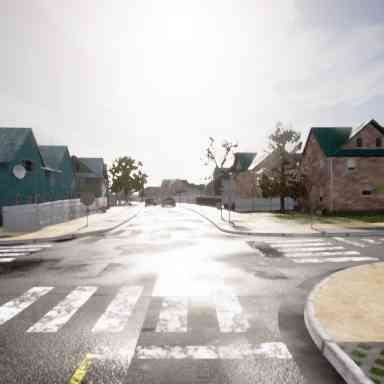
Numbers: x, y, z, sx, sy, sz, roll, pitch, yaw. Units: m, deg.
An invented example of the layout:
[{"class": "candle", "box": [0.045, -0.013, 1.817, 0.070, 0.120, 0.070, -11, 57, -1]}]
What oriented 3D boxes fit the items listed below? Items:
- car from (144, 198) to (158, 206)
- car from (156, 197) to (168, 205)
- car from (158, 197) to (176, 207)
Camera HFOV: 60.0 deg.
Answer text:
[{"class": "car", "box": [-7.507, 1.806, 60.114, 1.837, 1.490, 4.892, 0, -1, -10]}, {"class": "car", "box": [-6.009, 1.854, 66.378, 1.882, 1.535, 5.008, 0, -1, -13]}, {"class": "car", "box": [-4.023, 1.614, 56.453, 2.097, 1.767, 4.553, 0, -1, -10]}]
